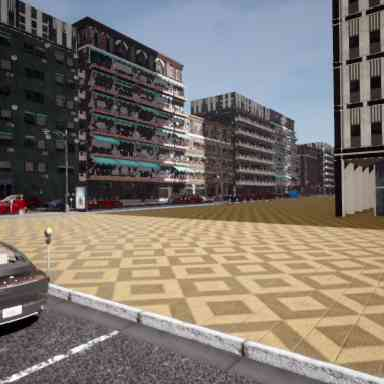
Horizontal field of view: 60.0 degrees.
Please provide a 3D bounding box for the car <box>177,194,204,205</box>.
[{"bbox_3d":[0.148,1.062,50.360,1.967,1.590,4.097,-1,0,36],"label":"car"}]

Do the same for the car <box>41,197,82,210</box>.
[{"bbox_3d":[-16.391,1.415,41.902,1.887,1.381,4.507,-1,0,36],"label":"car"}]

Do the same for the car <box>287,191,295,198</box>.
[{"bbox_3d":[22.948,0.932,81.623,1.802,1.307,4.206,-1,0,36],"label":"car"}]

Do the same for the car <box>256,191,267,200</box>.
[{"bbox_3d":[13.177,1.046,68.224,1.802,1.307,4.206,-1,0,36],"label":"car"}]

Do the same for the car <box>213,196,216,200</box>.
[{"bbox_3d":[6.406,1.028,73.163,1.967,1.590,4.097,-1,0,36],"label":"car"}]

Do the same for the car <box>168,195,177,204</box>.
[{"bbox_3d":[-2.198,1.204,56.880,1.812,1.442,4.674,-1,0,37],"label":"car"}]

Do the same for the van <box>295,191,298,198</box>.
[{"bbox_3d":[26.202,0.654,86.089,1.690,1.788,3.998,-1,0,36],"label":"van"}]

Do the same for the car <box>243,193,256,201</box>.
[{"bbox_3d":[9.920,1.048,63.759,1.887,1.381,4.507,-1,0,36],"label":"car"}]

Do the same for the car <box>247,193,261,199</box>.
[{"bbox_3d":[16.178,1.040,86.562,1.947,1.339,4.313,-1,0,36],"label":"car"}]

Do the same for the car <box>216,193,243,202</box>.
[{"bbox_3d":[6.663,1.093,59.293,2.008,1.369,4.403,-1,0,36],"label":"car"}]

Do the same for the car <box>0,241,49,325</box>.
[{"bbox_3d":[-4.447,1.553,6.247,4.403,1.369,2.008,0,-1,36],"label":"car"}]

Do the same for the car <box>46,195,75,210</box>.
[{"bbox_3d":[-14.713,1.192,39.821,2.097,1.767,4.553,-1,0,36],"label":"car"}]

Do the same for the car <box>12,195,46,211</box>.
[{"bbox_3d":[-19.651,1.228,37.435,2.192,1.841,5.009,-1,0,36],"label":"car"}]

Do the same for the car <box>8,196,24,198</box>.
[{"bbox_3d":[-19.978,1.453,32.601,2.033,1.411,5.357,-1,0,36],"label":"car"}]

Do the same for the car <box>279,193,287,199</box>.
[{"bbox_3d":[19.690,0.938,77.156,2.008,1.369,4.403,-1,0,36],"label":"car"}]

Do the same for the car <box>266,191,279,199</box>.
[{"bbox_3d":[16.431,0.740,72.690,2.192,1.841,5.009,-1,0,36],"label":"car"}]

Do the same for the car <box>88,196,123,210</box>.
[{"bbox_3d":[-9.623,1.186,36.962,1.967,1.590,4.097,-1,0,36],"label":"car"}]

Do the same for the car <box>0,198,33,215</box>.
[{"bbox_3d":[-16.135,1.413,28.030,1.802,1.307,4.206,-1,0,36],"label":"car"}]
